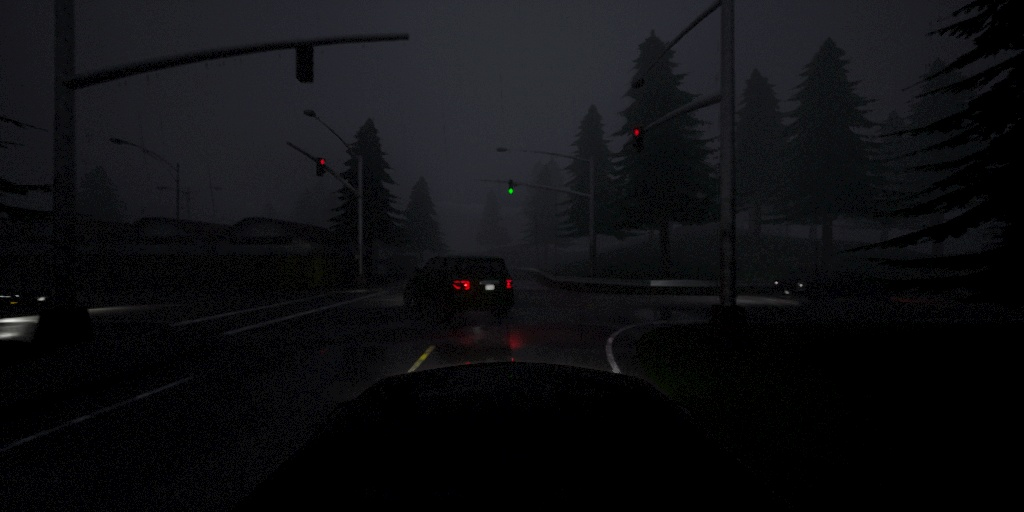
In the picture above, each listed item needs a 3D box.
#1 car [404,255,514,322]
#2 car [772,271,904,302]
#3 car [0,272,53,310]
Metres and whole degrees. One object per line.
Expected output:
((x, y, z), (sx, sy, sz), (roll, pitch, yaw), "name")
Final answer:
((-2.044, 0.994, 12.720), (2.150, 2.045, 5.566), (1, 0, -31), "car")
((14.991, 1.383, 16.682), (4.718, 1.301, 1.895), (0, 0, 0), "car")
((-19.169, 1.282, 12.745), (4.892, 1.490, 1.837), (0, 0, 0), "car")
